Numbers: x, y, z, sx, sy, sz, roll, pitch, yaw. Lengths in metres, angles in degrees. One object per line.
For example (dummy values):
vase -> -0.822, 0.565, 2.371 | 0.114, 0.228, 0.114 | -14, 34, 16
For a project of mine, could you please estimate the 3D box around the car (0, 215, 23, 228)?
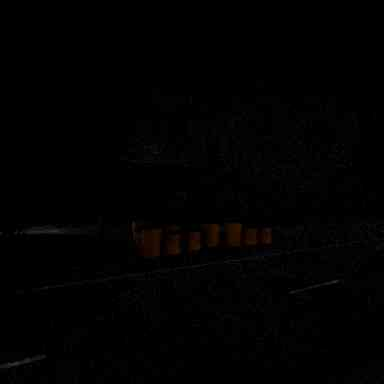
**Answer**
car -> -12.867, 1.490, 20.381 | 5.008, 1.535, 1.882 | 0, 0, 12
